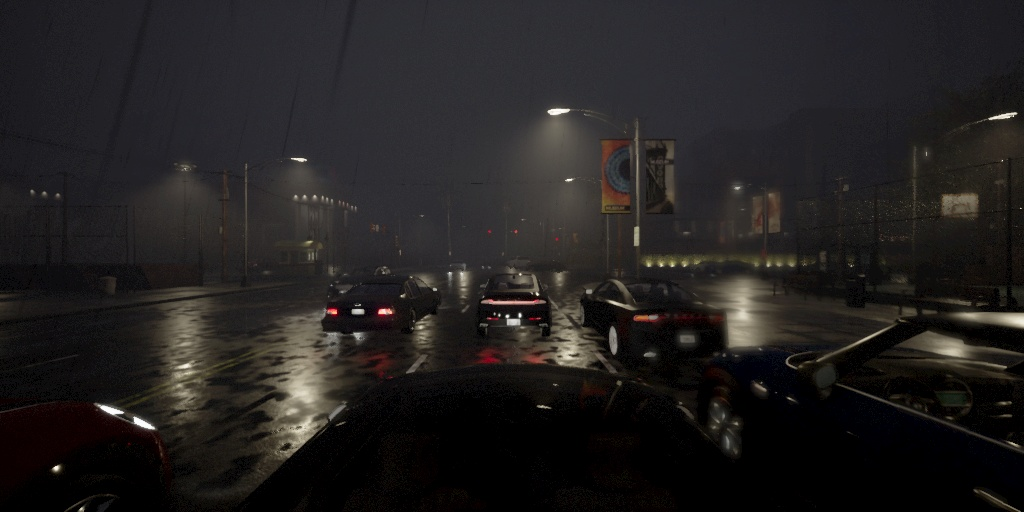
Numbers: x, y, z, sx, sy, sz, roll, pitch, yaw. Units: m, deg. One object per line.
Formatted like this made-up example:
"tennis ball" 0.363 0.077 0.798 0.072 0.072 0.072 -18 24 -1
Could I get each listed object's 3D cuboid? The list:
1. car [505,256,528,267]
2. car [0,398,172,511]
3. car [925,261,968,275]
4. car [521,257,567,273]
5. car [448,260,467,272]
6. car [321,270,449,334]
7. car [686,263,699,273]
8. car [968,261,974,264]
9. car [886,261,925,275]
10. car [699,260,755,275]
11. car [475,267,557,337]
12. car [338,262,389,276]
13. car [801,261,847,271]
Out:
"car" 1.015 0.965 52.844 2.150 2.045 5.566 -1 0 -15
"car" -3.403 1.102 0.561 2.097 1.767 4.553 0 0 0
"car" 45.168 1.238 35.769 4.902 1.511 2.128 0 0 -1
"car" 4.034 1.237 41.969 4.902 1.511 2.128 0 0 31
"car" -7.024 1.270 46.644 1.812 1.442 4.674 0 0 1
"car" -3.442 1.296 10.566 2.033 1.411 5.357 0 0 0
"car" 23.232 1.271 42.645 4.674 1.442 1.812 0 0 -1
"car" 45.200 1.294 32.269 5.357 1.411 2.033 0 0 -1
"car" 44.251 1.293 39.268 5.357 1.411 2.033 0 0 0
"car" 23.737 1.224 39.168 5.008 1.535 1.882 0 0 0
"car" 0.056 1.241 10.302 2.128 1.511 4.902 0 0 0
"car" -7.104 1.240 17.474 2.128 1.511 4.902 0 0 0
"car" 37.198 1.271 42.762 4.674 1.442 1.812 0 0 0
